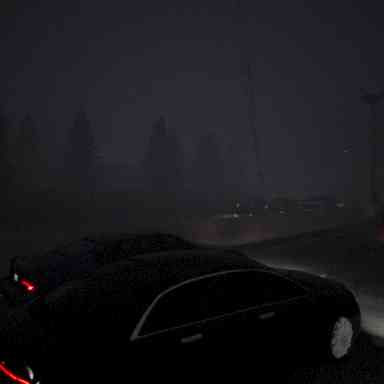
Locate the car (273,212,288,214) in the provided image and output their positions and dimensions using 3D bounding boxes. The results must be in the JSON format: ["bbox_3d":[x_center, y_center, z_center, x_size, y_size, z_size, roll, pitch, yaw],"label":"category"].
[{"bbox_3d":[8.878,1.394,32.726,2.097,1.767,4.553,0,0,37],"label":"car"}]

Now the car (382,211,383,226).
[{"bbox_3d":[14.515,1.365,22.674,2.097,1.767,4.553,0,0,40],"label":"car"}]

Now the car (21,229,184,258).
[{"bbox_3d":[-1.134,1.564,7.449,5.357,1.411,2.033,0,0,-38],"label":"car"}]

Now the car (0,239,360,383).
[{"bbox_3d":[0.228,1.513,4.159,4.892,1.490,1.837,0,0,-37],"label":"car"}]

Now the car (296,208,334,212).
[{"bbox_3d":[11.705,1.257,30.604,2.150,2.045,5.566,0,0,37],"label":"car"}]
